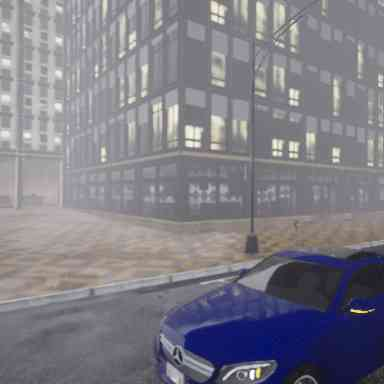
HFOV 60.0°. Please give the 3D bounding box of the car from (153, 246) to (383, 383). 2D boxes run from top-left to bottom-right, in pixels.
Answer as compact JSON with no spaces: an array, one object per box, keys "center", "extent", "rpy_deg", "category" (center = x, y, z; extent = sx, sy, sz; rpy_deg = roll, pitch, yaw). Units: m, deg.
[{"center":[1.732,1.548,4.607],"extent":[4.674,1.442,1.812],"rpy_deg":[0,0,-35],"category":"car"}]
